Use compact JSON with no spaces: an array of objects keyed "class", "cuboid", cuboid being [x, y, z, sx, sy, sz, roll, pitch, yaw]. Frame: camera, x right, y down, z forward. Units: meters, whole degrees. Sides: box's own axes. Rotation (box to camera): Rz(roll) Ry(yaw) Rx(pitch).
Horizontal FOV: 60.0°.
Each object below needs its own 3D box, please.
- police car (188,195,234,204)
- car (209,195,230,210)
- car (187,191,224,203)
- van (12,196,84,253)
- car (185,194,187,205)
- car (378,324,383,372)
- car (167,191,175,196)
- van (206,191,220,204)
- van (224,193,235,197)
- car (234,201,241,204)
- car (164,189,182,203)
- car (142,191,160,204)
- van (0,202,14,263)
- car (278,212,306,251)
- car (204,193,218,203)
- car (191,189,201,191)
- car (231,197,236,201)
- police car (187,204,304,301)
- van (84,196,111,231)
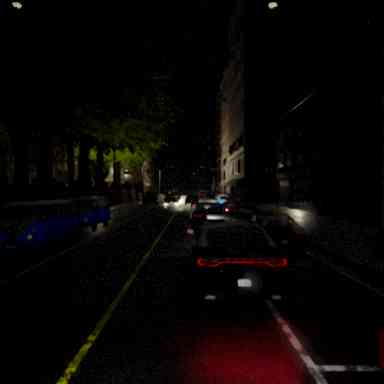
[{"class":"police car","cuboid":[0.906,1.200,18.284,1.930,1.638,5.238,0,1,0]},{"class":"car","cuboid":[2.866,1.103,35.183,1.887,1.381,4.507,0,1,0]},{"class":"car","cuboid":[0.907,1.051,24.142,2.097,1.767,4.553,0,1,0]},{"class":"van","cuboid":[-5.666,1.187,12.517,1.690,1.788,3.998,0,1,0]},{"class":"car","cuboid":[0.026,0.989,45.251,1.994,1.385,4.181,0,1,1]},{"class":"car","cuboid":[2.856,1.299,1.220,2.192,1.841,5.009,0,1,0]},{"class":"car","cuboid":[-5.646,0.333,89.979,1.752,1.417,4.829,0,1,0]},{"class":"van","cuboid":[2.869,0.750,46.500,1.690,1.788,3.998,0,1,0]},{"class":"van","cuboid":[2.864,0.973,29.520,1.690,1.788,3.998,0,1,0]},{"class":"car","cuboid":[2.862,1.358,18.203,1.802,1.307,4.206,0,1,0]},{"class":"car","cuboid":[-3.046,0.710,50.132,2.097,1.767,4.553,0,1,0]},{"class":"car","cuboid":[-5.656,0.723,46.462,2.192,1.841,5.009,0,1,0]},{"class":"van","cuboid":[-5.667,1.256,6.860,1.690,1.788,3.998,0,1,0]},{"class":"car","cuboid":[2.860,1.391,12.543,1.887,1.381,4.507,0,1,0]},{"class":"car","cuboid":[2.871,0.898,52.163,1.947,1.339,4.313,0,1,0]},{"class":"car","cuboid":[0.016,0.734,58.725,2.128,1.511,4.902,0,1,0]},{"class":"car","cuboid":[2.863,1.286,23.863,1.802,1.307,4.206,0,1,0]},{"class":"police car","cuboid":[0.904,1.324,8.285,1.930,1.638,5.238,0,1,0]},{"class":"van","cuboid":[-5.664,1.116,18.175,1.690,1.788,3.998,0,1,0]}]
